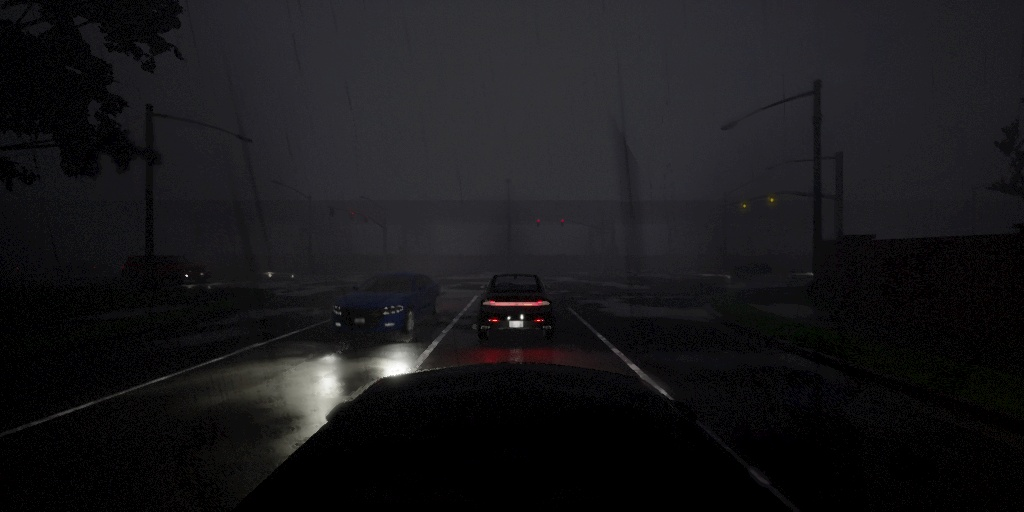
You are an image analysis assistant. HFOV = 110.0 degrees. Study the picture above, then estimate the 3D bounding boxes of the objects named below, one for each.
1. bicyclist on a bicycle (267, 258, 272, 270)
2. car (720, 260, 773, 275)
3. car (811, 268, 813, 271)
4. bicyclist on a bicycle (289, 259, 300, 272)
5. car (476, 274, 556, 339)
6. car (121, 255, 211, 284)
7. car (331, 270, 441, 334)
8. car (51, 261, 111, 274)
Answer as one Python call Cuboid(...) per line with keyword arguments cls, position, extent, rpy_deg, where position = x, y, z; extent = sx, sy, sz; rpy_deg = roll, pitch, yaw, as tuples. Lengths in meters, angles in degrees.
Cuboid(cls="bicyclist on a bicycle", position=(-31.596, 1.050, 46.730), extent=(0.582, 1.620, 1.656), rpy_deg=(0, 0, -33))
Cuboid(cls="car", position=(23.503, 1.140, 36.003), extent=(4.674, 1.442, 1.812), rpy_deg=(-1, 0, 2))
Cuboid(cls="car", position=(33.178, 1.047, 35.737), extent=(5.357, 1.411, 2.033), rpy_deg=(-1, 0, 2))
Cuboid(cls="bicyclist on a bicycle", position=(-27.044, 1.203, 44.640), extent=(0.582, 1.620, 1.656), rpy_deg=(0, 0, 14))
Cuboid(cls="car", position=(0.096, 1.242, 10.074), extent=(2.128, 1.511, 4.902), rpy_deg=(0, 0, 0))
Cuboid(cls="car", position=(-25.625, 0.971, 26.644), extent=(5.566, 2.045, 2.150), rpy_deg=(0, 0, 4))
Cuboid(cls="car", position=(-3.490, 1.229, 10.815), extent=(1.882, 1.535, 5.008), rpy_deg=(0, 0, 1))
Cuboid(cls="car", position=(-49.659, 1.297, 41.373), extent=(5.357, 1.411, 2.033), rpy_deg=(0, 0, 2))
